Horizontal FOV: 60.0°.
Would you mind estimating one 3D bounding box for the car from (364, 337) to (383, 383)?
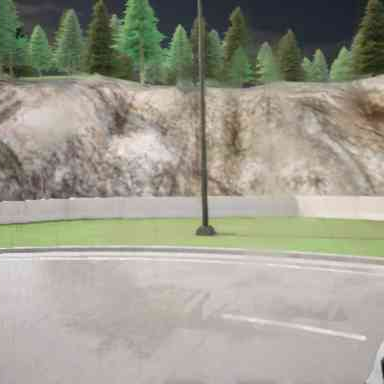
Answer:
[{"bbox_3d":[3.644,1.442,1.771,4.718,1.301,1.895,0,2,42],"label":"car"}]
